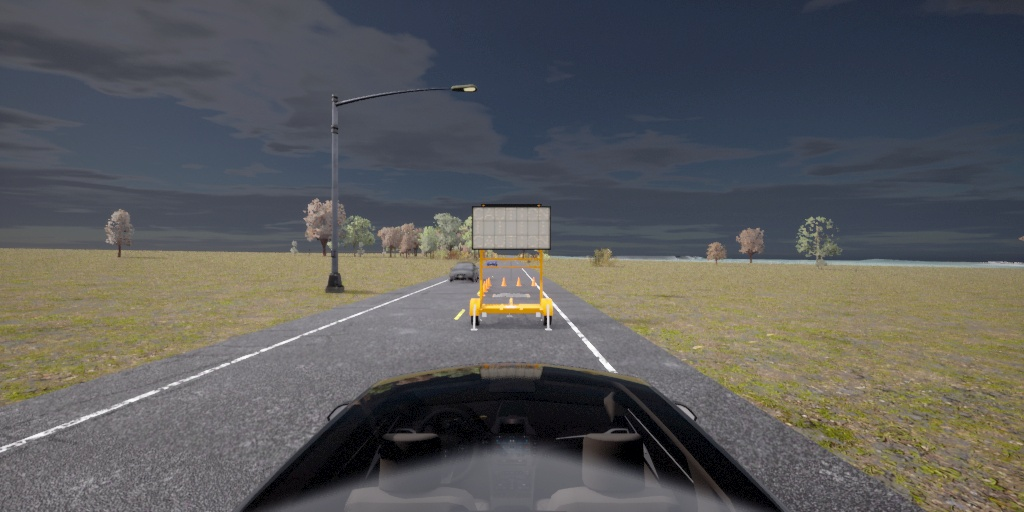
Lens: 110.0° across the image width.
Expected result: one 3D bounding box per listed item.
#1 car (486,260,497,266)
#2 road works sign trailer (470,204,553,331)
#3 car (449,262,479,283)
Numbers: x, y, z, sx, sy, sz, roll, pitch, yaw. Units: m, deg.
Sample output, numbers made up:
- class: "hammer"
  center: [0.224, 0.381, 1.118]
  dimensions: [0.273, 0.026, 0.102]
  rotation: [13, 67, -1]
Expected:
- class: "car"
  center: [-3.655, 1.232, 64.795]
  dimensions: [1.882, 1.535, 5.008]
  rotation: [0, 0, 0]
- class: "road works sign trailer"
  center: [-0.022, 0.215, 11.030]
  dimensions: [2.380, 3.560, 2.880]
  rotation: [0, 0, 0]
- class: "car"
  center: [-3.663, 1.257, 27.842]
  dimensions: [1.837, 1.490, 4.892]
  rotation: [0, 0, 0]
